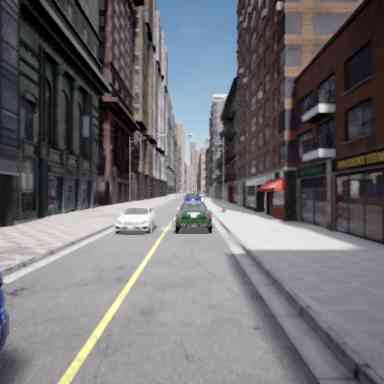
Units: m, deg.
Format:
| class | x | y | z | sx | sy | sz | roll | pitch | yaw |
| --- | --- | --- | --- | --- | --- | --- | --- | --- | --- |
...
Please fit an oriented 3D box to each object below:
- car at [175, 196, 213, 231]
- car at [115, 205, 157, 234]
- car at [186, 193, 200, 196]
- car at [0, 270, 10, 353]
| class | x | y | z | sx | sy | sz | roll | pitch | yaw |
| --- | --- | --- | --- | --- | --- | --- | --- | --- | --- |
| car | 0.101 | 1.309 | 20.110 | 2.097 | 1.767 | 4.553 | 0 | 0 | 0 |
| car | -3.069 | 1.486 | 19.011 | 1.812 | 1.442 | 4.674 | 0 | 0 | 0 |
| car | 0.106 | 1.142 | 43.142 | 2.150 | 2.045 | 5.566 | 0 | 0 | 0 |
| car | -3.085 | 1.219 | 1.408 | 2.150 | 2.045 | 5.566 | 0 | 0 | 0 |
